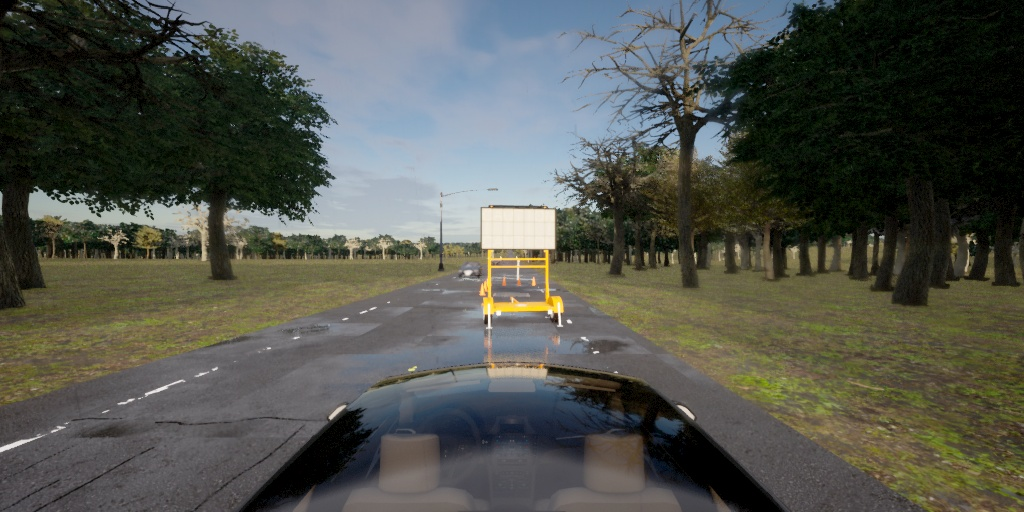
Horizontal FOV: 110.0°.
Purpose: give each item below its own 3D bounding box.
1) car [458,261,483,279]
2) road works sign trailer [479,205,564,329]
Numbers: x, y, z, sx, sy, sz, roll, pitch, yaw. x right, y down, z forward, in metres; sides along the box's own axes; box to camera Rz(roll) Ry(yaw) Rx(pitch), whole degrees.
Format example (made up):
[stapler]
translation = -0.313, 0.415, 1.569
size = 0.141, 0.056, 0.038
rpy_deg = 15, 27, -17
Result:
[car]
translation = -3.649, 1.248, 32.227
size = 2.128, 1.511, 4.902
rpy_deg = 0, 0, 0
[road works sign trailer]
translation = 0.180, 0.211, 11.369
size = 2.380, 3.560, 2.880
rpy_deg = 0, 0, -8
